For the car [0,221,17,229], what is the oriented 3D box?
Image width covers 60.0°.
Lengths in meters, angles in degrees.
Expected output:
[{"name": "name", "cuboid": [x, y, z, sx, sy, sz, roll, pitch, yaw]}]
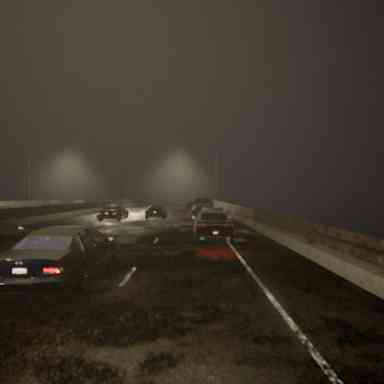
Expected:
[{"name": "car", "cuboid": [-6.919, 1.675, 11.410, 1.994, 1.385, 4.181, 0, 0, 0]}]

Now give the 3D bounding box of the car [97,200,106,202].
[{"name": "car", "cuboid": [-17.603, 2.211, 64.670, 1.895, 1.301, 4.718, 0, 0, 0]}]

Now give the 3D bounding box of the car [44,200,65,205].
[{"name": "car", "cuboid": [-24.606, 2.115, 59.785, 2.033, 1.411, 5.357, 0, -1, 0]}]

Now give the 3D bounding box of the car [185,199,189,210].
[{"name": "car", "cuboid": [-0.077, 1.987, 50.620, 1.837, 1.490, 4.892, 0, 0, 0]}]

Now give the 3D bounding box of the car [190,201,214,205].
[{"name": "car", "cuboid": [1.008, 1.736, 26.968, 1.882, 1.535, 5.008, 0, -1, 0]}]

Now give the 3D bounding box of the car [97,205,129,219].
[{"name": "car", "cuboid": [-6.948, 1.831, 29.574, 2.033, 1.411, 5.357, 0, -1, 0]}]

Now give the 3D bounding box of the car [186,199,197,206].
[{"name": "car", "cuboid": [-0.109, 2.144, 69.608, 2.033, 1.411, 5.357, 0, -1, 0]}]

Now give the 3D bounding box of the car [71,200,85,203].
[{"name": "car", "cuboid": [-21.102, 2.133, 61.856, 2.033, 1.411, 5.357, 0, -1, 0]}]

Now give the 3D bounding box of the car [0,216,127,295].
[{"name": "car", "cuboid": [-3.414, 1.636, 9.096, 2.033, 1.411, 5.357, 0, -1, 0]}]

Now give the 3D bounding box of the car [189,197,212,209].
[{"name": "car", "cuboid": [0.999, 1.538, 32.999, 2.150, 2.045, 5.566, 0, -1, 0]}]

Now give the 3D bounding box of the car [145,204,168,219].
[{"name": "car", "cuboid": [-3.452, 1.879, 32.947, 1.994, 1.385, 4.181, 0, -1, 0]}]

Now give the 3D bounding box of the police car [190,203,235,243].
[{"name": "police car", "cuboid": [1.023, 1.590, 17.079, 1.930, 1.638, 5.238, 0, -1, 0]}]
